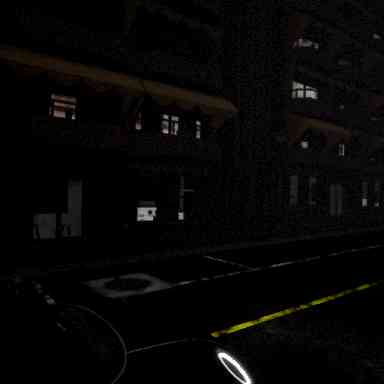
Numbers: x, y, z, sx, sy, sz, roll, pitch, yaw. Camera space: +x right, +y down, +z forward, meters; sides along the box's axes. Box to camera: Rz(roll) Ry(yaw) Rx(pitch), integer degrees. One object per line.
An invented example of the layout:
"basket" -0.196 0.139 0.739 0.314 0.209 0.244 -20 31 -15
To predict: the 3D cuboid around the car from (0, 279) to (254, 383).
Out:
"car" -1.656 1.351 2.099 4.553 1.767 2.097 0 0 -35
